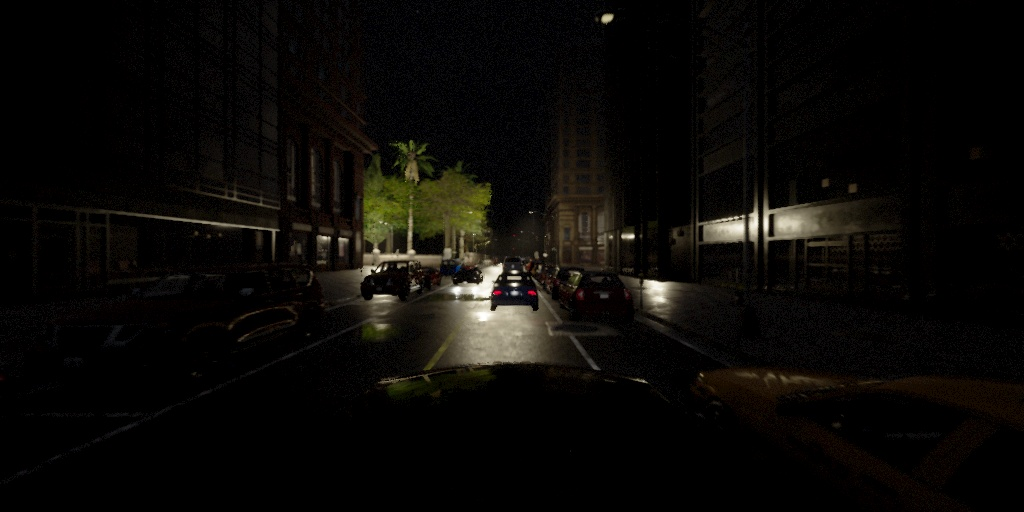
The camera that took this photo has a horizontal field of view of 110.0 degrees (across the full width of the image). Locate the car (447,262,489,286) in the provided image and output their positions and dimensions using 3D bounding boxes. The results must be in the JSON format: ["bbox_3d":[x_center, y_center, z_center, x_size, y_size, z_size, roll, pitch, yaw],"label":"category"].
[{"bbox_3d":[-3.103,1.385,26.448,2.033,1.411,5.357,0,0,0],"label":"car"}]

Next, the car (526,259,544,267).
[{"bbox_3d":[2.756,1.201,39.767,2.192,1.841,5.009,0,0,0],"label":"car"}]

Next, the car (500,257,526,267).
[{"bbox_3d":[0.094,1.103,38.544,2.150,2.045,5.566,0,0,0],"label":"car"}]

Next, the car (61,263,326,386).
[{"bbox_3d":[-5.764,1.083,7.225,2.192,1.841,5.009,0,0,0],"label":"car"}]

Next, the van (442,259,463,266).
[{"bbox_3d":[-5.769,1.208,34.355,1.690,1.789,3.998,0,0,0],"label":"van"}]

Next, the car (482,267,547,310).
[{"bbox_3d":[0.092,1.343,14.916,2.033,1.411,5.357,0,0,0],"label":"car"}]

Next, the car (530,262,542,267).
[{"bbox_3d":[2.758,1.397,28.916,2.007,1.370,4.403,0,0,0],"label":"car"}]

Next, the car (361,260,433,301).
[{"bbox_3d":[-5.766,1.121,18.077,2.192,1.841,5.009,0,0,0],"label":"car"}]

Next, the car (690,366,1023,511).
[{"bbox_3d":[2.762,1.276,1.962,1.751,1.417,4.829,0,0,0],"label":"car"}]

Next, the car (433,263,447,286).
[{"bbox_3d":[-5.767,1.372,23.502,1.888,1.381,4.507,0,0,0],"label":"car"}]

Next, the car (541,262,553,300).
[{"bbox_3d":[2.759,1.246,18.066,1.967,1.591,4.097,0,0,0],"label":"car"}]

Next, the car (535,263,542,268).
[{"bbox_3d":[2.757,1.372,23.492,1.888,1.381,4.507,0,0,0],"label":"car"}]

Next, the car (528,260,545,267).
[{"bbox_3d":[2.757,1.392,34.511,1.751,1.417,4.829,0,0,0],"label":"car"}]

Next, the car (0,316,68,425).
[{"bbox_3d":[-5.763,1.332,1.799,1.802,1.307,4.207,0,0,0],"label":"car"}]

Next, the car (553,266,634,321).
[{"bbox_3d":[2.760,1.227,12.641,1.967,1.591,4.097,0,0,0],"label":"car"}]
